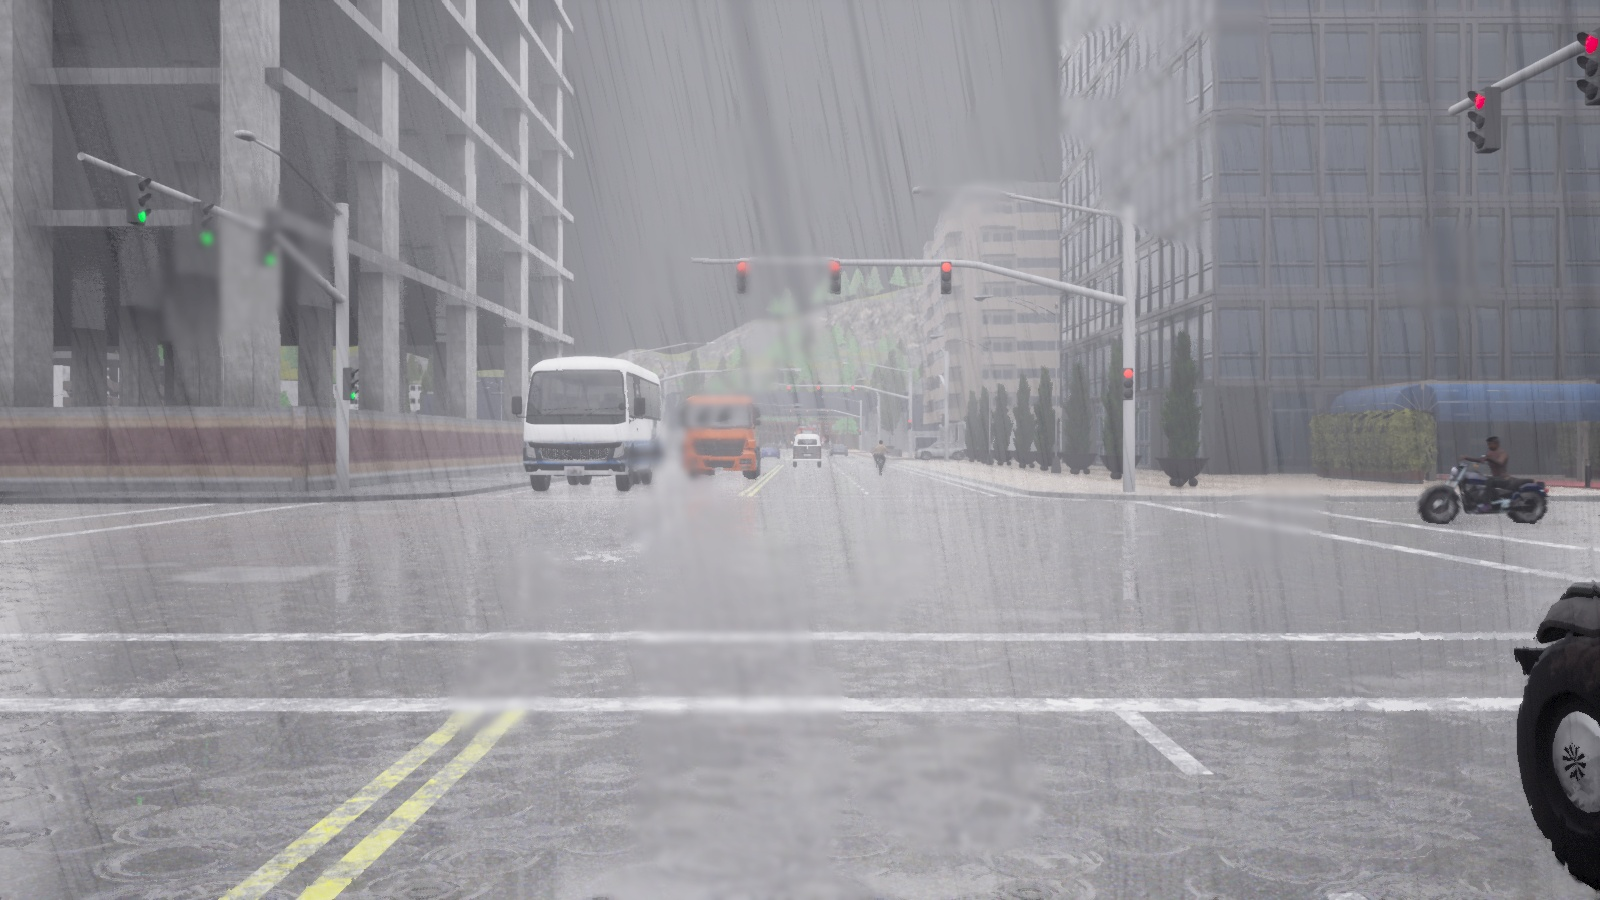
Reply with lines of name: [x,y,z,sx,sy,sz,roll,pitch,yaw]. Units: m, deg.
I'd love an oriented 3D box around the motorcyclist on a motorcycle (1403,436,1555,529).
motorcyclist on a motorcycle: [12.284,0.578,22.770,2.350,1.649,0.766,0,1,-2]

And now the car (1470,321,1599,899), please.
car: [3.532,0.529,2.910,1.905,1.878,3.866,0,0,0]

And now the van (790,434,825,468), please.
van: [0.452,0.032,77.677,2.069,2.038,4.480,0,0,0]

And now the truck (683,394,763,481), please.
truck: [-3.181,-0.543,53.943,2.891,3.462,7.936,0,0,0]

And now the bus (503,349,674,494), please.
bus: [-6.747,-0.873,42.103,3.944,4.253,10.273,0,0,0]
